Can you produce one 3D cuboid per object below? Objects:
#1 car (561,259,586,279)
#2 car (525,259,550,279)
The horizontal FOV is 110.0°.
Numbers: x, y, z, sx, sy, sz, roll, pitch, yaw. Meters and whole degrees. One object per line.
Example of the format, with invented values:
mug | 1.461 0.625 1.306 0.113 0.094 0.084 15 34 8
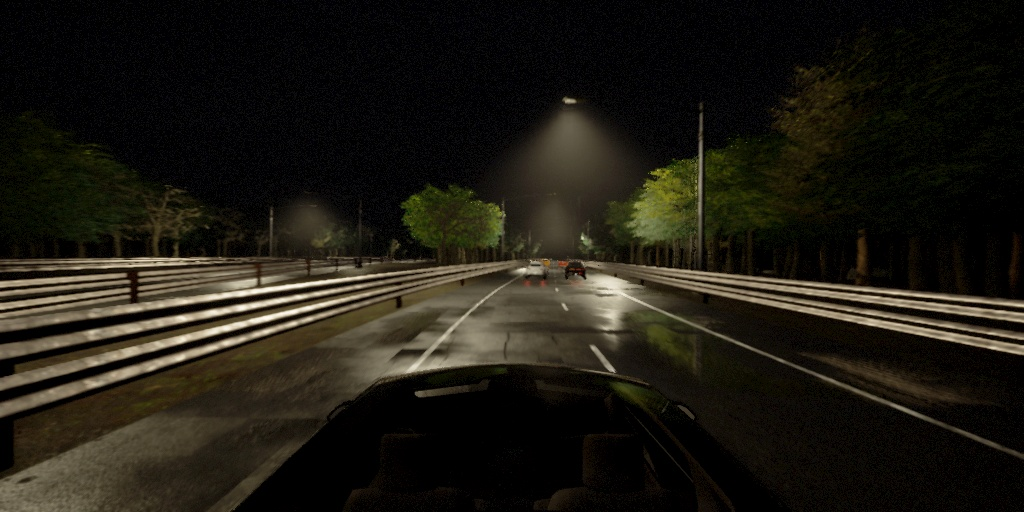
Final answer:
car | 5.805 1.322 33.320 1.837 1.490 4.892 1 0 7
car | 2.319 1.310 33.625 1.812 1.442 4.674 1 0 7
